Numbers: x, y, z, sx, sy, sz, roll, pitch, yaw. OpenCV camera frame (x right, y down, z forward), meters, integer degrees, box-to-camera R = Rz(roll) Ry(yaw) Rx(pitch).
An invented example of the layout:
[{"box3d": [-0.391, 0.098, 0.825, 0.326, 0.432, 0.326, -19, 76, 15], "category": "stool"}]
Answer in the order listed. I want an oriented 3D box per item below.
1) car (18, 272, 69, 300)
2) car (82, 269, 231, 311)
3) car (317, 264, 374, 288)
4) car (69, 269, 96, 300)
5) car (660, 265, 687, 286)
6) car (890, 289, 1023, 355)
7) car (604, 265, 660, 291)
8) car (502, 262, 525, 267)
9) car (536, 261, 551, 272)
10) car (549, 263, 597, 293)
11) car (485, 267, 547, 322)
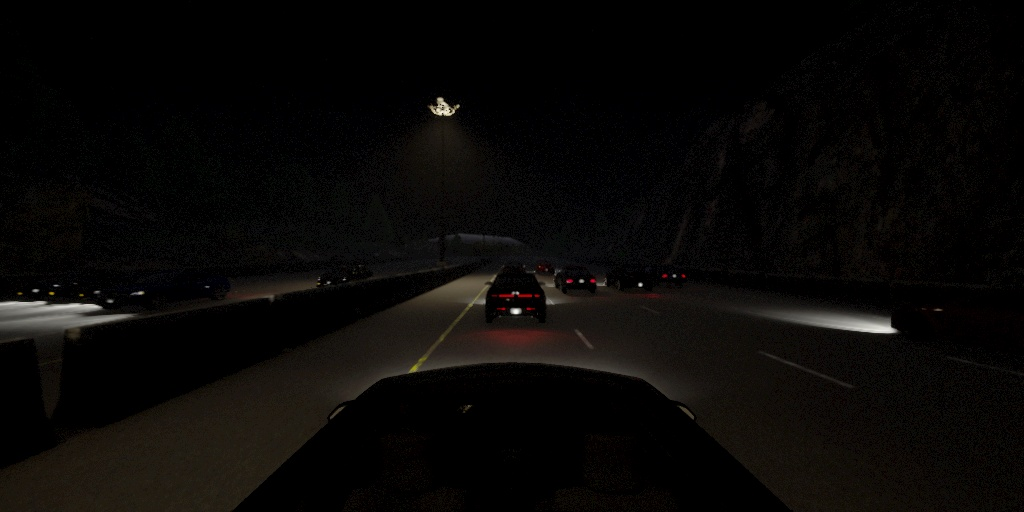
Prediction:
[{"box3d": [-21.026, 1.347, 17.819, 1.994, 1.385, 4.181, 0, 0, 1], "category": "car"}, {"box3d": [-14.046, 1.313, 14.877, 1.812, 1.442, 4.674, 0, 0, 0], "category": "car"}, {"box3d": [-10.466, 1.307, 22.925, 1.837, 1.490, 4.892, 0, 0, 0], "category": "car"}, {"box3d": [-17.531, 1.350, 17.171, 1.994, 1.385, 4.181, 0, 0, 1], "category": "car"}, {"box3d": [10.644, 1.356, 25.986, 2.033, 1.411, 5.357, 0, 0, 0], "category": "car"}, {"box3d": [10.606, 1.357, 7.329, 1.994, 1.385, 4.181, 0, 0, 0], "category": "car"}, {"box3d": [7.136, 1.319, 22.319, 1.837, 1.490, 4.892, 0, 1, 0], "category": "car"}, {"box3d": [0.155, 1.256, 31.618, 1.882, 1.535, 5.008, 0, 0, 0], "category": "car"}, {"box3d": [3.672, 1.254, 40.265, 1.812, 1.442, 4.674, 0, 1, 0], "category": "car"}, {"box3d": [3.635, 1.357, 21.229, 2.033, 1.411, 5.357, 0, 0, 0], "category": "car"}, {"box3d": [0.117, 1.304, 12.463, 1.837, 1.490, 4.892, 0, 0, 0], "category": "car"}]
